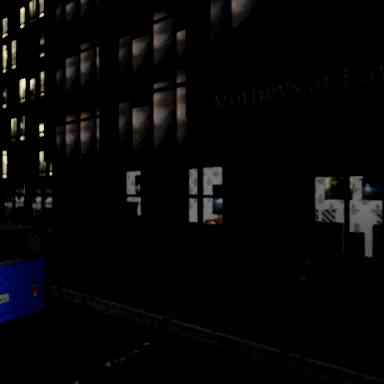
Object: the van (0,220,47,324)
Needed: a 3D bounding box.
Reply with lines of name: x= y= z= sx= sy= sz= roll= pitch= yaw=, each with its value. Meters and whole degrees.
van: x=-4.320 y=1.344 z=5.960 sx=3.998 sy=1.788 sz=1.690 roll=0 pitch=0 yaw=36
